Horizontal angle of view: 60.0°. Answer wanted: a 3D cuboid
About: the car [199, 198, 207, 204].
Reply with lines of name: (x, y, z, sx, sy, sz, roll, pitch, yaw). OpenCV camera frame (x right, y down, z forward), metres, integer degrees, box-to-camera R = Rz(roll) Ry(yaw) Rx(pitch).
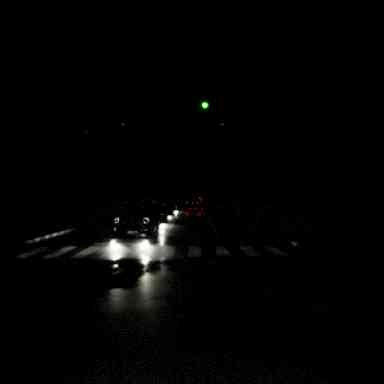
car: (2.831, 2.258, 87.309, 1.967, 1.590, 4.097, 0, -1, 0)

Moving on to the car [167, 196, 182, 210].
car: (-3.021, 1.802, 48.710, 2.097, 1.767, 4.553, 0, -1, 0)

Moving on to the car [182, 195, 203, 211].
car: (0.126, 1.646, 46.997, 2.150, 2.045, 5.566, 0, -2, 1)

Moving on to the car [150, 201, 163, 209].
car: (-5.733, 2.084, 54.179, 1.802, 1.307, 4.206, 0, -1, 0)

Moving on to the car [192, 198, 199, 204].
car: (0.967, 2.269, 86.863, 1.801, 1.575, 5.366, 0, -1, 0)

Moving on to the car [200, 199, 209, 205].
car: (2.825, 2.263, 76.257, 2.008, 1.369, 4.403, 0, -1, 0)

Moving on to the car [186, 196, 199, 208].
car: (0.134, 1.777, 59.913, 2.150, 2.045, 5.566, 0, -1, 0)

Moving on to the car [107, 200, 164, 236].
car: (-3.148, 1.528, 19.506, 2.097, 1.767, 4.553, 0, -1, 2)

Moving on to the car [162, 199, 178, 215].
car: (-3.069, 1.899, 38.410, 2.033, 1.411, 5.357, 0, -1, 0)

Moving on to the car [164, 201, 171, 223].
car: (-3.079, 1.765, 28.619, 1.837, 1.490, 4.892, 0, -1, 0)

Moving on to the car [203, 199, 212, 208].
car: (2.807, 1.940, 43.106, 1.887, 1.381, 4.507, 0, -1, 0)

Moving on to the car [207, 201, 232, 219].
car: (2.801, 1.836, 32.055, 1.887, 1.381, 4.507, 0, -1, 0)

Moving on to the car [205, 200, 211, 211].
car: (2.804, 1.888, 37.580, 1.887, 1.381, 4.507, 0, -1, 0)

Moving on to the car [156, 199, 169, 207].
car: (-5.723, 2.158, 65.228, 2.008, 1.369, 4.403, 0, -1, 0)

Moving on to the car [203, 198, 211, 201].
car: (2.810, 1.975, 48.801, 1.752, 1.417, 4.829, 0, -1, 0)

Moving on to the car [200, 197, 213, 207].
car: (2.818, 1.921, 65.208, 2.192, 1.841, 5.009, 0, -1, 0)

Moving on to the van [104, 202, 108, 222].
van: (-5.759, 1.582, 26.557, 1.690, 1.788, 3.998, 0, -1, 0)

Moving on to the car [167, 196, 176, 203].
car: (-5.698, 2.186, 92.853, 2.192, 1.841, 5.009, 0, -1, 0)

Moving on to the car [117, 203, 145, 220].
car: (-5.754, 1.837, 32.080, 1.887, 1.381, 4.507, 0, -1, 0)

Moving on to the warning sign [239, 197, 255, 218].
warning sign: (5.095, 1.394, 30.672, 1.300, 1.860, 1.060, 0, 0, 0)

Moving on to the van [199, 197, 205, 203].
van: (2.834, 2.212, 92.834, 1.690, 1.788, 3.998, 0, -1, 0)

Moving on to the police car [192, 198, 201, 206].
police car: (0.954, 2.085, 70.785, 1.930, 1.638, 5.238, 0, -1, 0)

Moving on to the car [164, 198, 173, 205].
car: (-5.708, 2.289, 81.633, 1.752, 1.417, 4.829, 0, -1, 0)

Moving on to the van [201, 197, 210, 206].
van: (2.822, 2.000, 70.733, 1.690, 1.788, 3.998, 0, -1, 0)
